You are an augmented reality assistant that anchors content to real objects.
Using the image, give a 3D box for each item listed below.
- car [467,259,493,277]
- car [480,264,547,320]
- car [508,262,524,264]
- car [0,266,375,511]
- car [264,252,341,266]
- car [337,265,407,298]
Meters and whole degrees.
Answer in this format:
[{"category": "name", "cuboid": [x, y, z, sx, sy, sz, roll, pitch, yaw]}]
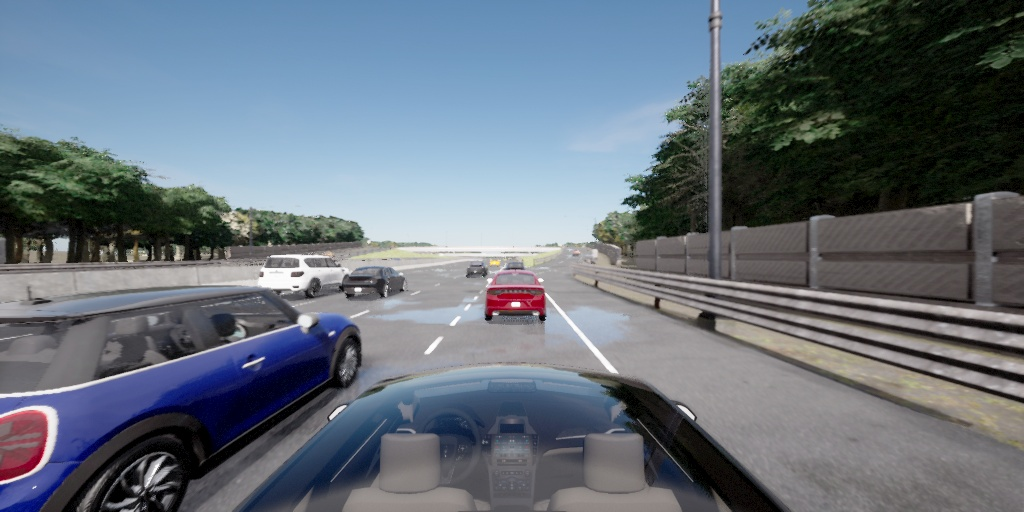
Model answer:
[{"category": "car", "cuboid": [-3.396, 1.261, 35.920, 2.128, 1.511, 4.902, 0, 0, 0]}, {"category": "car", "cuboid": [0.115, 1.233, 12.724, 1.882, 1.535, 5.008, 0, 0, 0]}, {"category": "car", "cuboid": [0.355, 1.271, 30.961, 1.837, 1.490, 4.892, 0, 0, 3]}, {"category": "car", "cuboid": [-3.499, 1.103, 4.019, 2.097, 1.767, 4.553, 0, 0, 0]}, {"category": "car", "cuboid": [-10.369, 0.979, 18.474, 2.150, 2.045, 5.566, 0, 0, 0]}, {"category": "car", "cuboid": [-6.868, 1.263, 18.439, 1.837, 1.490, 4.892, 0, 0, 0]}]
